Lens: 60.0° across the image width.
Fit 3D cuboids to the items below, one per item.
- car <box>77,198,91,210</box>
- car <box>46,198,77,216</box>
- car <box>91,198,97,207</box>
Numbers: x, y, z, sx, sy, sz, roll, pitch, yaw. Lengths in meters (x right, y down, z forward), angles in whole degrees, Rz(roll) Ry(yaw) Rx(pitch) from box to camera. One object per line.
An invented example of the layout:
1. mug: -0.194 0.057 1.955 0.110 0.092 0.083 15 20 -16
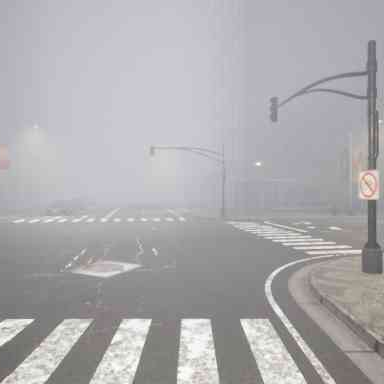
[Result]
1. car: -14.808 1.503 43.305 1.882 1.535 5.008 0 0 -9
2. car: -13.216 1.542 33.473 1.812 1.442 4.674 0 0 -10
3. car: -16.406 1.600 53.148 1.994 1.385 4.181 0 0 -9
